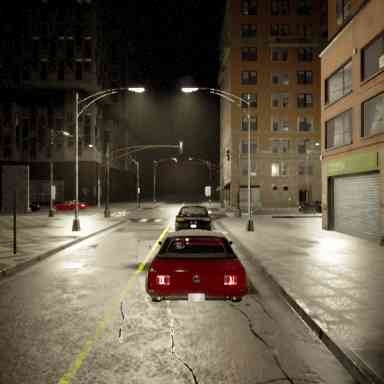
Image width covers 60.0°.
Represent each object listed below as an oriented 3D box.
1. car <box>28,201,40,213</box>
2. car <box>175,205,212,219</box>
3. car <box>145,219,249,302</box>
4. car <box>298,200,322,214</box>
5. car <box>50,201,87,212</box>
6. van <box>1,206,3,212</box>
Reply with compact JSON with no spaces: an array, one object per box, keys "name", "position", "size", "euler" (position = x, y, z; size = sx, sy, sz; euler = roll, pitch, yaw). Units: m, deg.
[{"name":"car","position":[-20.181,1.725,39.226],"size":[4.313,1.339,1.947],"euler":[0,0,0]},{"name":"car","position":[0.069,1.474,18.331],"size":[1.882,1.535,5.008],"euler":[0,0,0]},{"name":"car","position":[0.086,1.601,8.183],"size":[1.895,1.301,4.718],"euler":[0,0,0]},{"name":"car","position":[12.057,1.415,30.720],"size":[4.313,1.339,1.947],"euler":[0,0,0]},{"name":"car","position":[-14.532,1.701,39.229],"size":[4.206,1.307,1.802],"euler":[0,0,0]},{"name":"van","position":[-20.169,1.425,30.702],"size":[3.998,1.788,1.690],"euler":[0,0,0]}]
